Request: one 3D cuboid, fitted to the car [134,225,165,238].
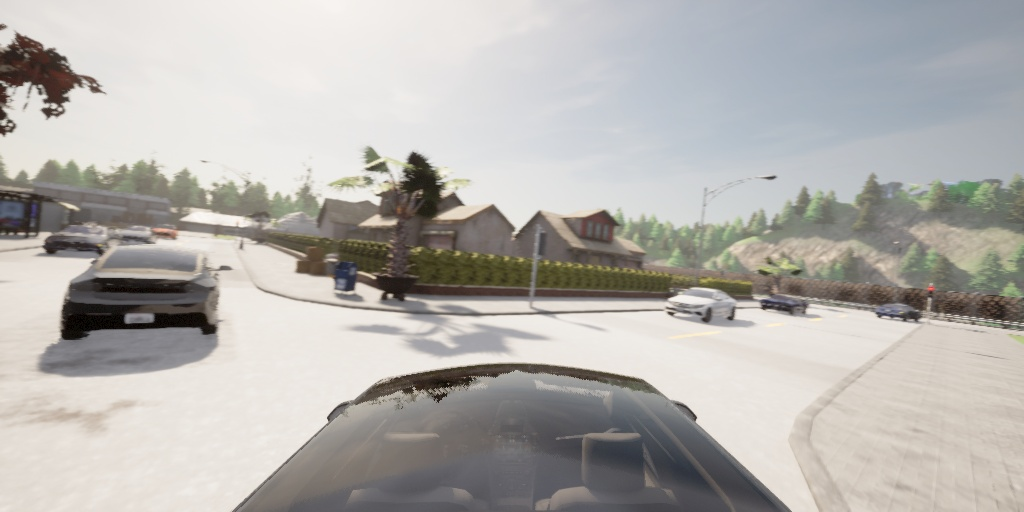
[{"bbox_3d":[-29.539,-1.670,28.437,2.033,1.411,5.357,6,0,-39],"label":"car"}]

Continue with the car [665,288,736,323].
[{"bbox_3d":[9.282,2.286,17.389,4.674,1.442,1.812,6,0,-39],"label":"car"}]

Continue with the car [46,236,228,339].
[{"bbox_3d":[-7.041,0.542,7.231,1.837,1.490,4.892,6,0,-39],"label":"car"}]

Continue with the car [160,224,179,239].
[{"bbox_3d":[-39.518,-2.835,40.912,2.097,1.767,4.553,6,0,-39],"label":"car"}]

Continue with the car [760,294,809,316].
[{"bbox_3d":[19.617,3.460,25.792,4.718,1.301,1.895,6,0,-39],"label":"car"}]

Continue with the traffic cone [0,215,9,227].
[{"bbox_3d":[-48.689,-3.363,34.288,0.344,0.586,0.344,0,0,-39],"label":"traffic cone"}]

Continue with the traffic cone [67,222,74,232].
[{"bbox_3d":[-42.381,-2.704,34.227,0.344,0.586,0.344,0,0,-39],"label":"traffic cone"}]

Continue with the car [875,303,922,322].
[{"bbox_3d":[34.008,4.914,31.557,5.357,1.411,2.033,6,0,-29],"label":"car"}]

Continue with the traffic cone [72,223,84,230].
[{"bbox_3d":[-41.502,-2.583,34.278,0.344,0.586,0.344,0,0,-39],"label":"traffic cone"}]

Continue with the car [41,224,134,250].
[{"bbox_3d":[-21.019,-0.824,17.864,2.033,1.411,5.357,6,0,-39],"label":"car"}]
